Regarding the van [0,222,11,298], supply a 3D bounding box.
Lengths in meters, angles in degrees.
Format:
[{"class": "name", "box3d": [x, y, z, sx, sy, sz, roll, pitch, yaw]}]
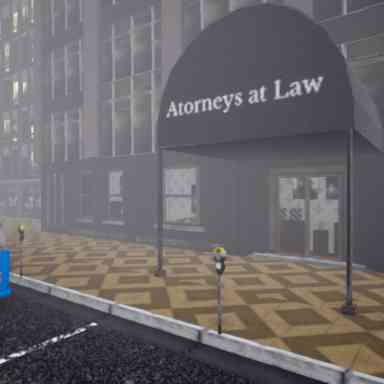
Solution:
[{"class": "van", "box3d": [-5.308, 1.339, 6.687, 3.998, 1.788, 1.690, 0, 0, 36]}]
